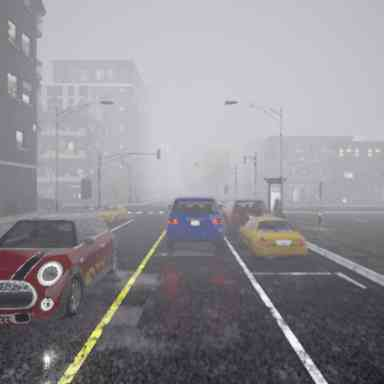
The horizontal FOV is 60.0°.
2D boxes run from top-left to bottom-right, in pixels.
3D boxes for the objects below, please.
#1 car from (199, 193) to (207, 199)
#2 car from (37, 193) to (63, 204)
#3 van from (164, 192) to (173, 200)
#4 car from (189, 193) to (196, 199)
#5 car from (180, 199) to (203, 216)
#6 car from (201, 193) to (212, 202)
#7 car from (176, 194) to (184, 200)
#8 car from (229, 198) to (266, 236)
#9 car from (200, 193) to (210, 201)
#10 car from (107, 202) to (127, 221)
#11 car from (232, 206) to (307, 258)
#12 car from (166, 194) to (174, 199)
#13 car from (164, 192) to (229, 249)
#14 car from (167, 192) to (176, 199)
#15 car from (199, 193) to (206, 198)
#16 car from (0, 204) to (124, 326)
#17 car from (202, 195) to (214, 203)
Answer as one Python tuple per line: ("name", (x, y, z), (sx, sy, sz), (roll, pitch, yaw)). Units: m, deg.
("car", (2.900, 1.092, 89.509), (2.008, 1.369, 4.403), (0, 0, 0))
("car", (-17.186, 1.038, 37.354), (5.009, 1.841, 2.192), (0, 0, 0))
("van", (-5.508, 0.927, 78.136), (1.690, 1.788, 3.998), (0, 0, 0))
("car", (0.209, 1.064, 88.214), (1.812, 1.442, 4.674), (0, 0, 0))
("car", (-0.103, 1.412, 31.099), (1.895, 1.301, 4.718), (0, 0, -4))
("car", (2.846, 1.075, 66.722), (1.967, 1.590, 4.097), (0, 0, 0))
("car", (-2.813, 1.104, 79.508), (1.812, 1.442, 4.674), (0, 0, 0))
("car", (2.731, 1.208, 17.534), (2.192, 1.841, 5.009), (0, 0, 0))
("car", (2.859, 1.050, 72.418), (1.967, 1.590, 4.097), (0, 0, 0))
("car", (-5.638, 1.386, 22.925), (1.752, 1.417, 4.829), (0, 0, 0))
("car", (2.718, 1.451, 12.165), (1.752, 1.417, 4.829), (0, 0, 0))
("car", (-5.494, 1.145, 83.834), (1.802, 1.307, 4.206), (0, 0, 0))
("car", (0.132, 1.137, 14.139), (2.150, 2.045, 5.566), (0, 1, 0))
("car", (-5.481, 0.857, 89.529), (2.192, 1.841, 5.009), (0, 0, 0))
("car", (2.913, 0.961, 95.205), (1.967, 1.590, 4.097), (0, 0, 0))
("car", (-3.082, 1.307, 7.273), (2.097, 1.767, 4.553), (0, 0, 0))
("car", (2.833, 1.211, 61.025), (2.008, 1.369, 4.403), (0, 0, 0))
